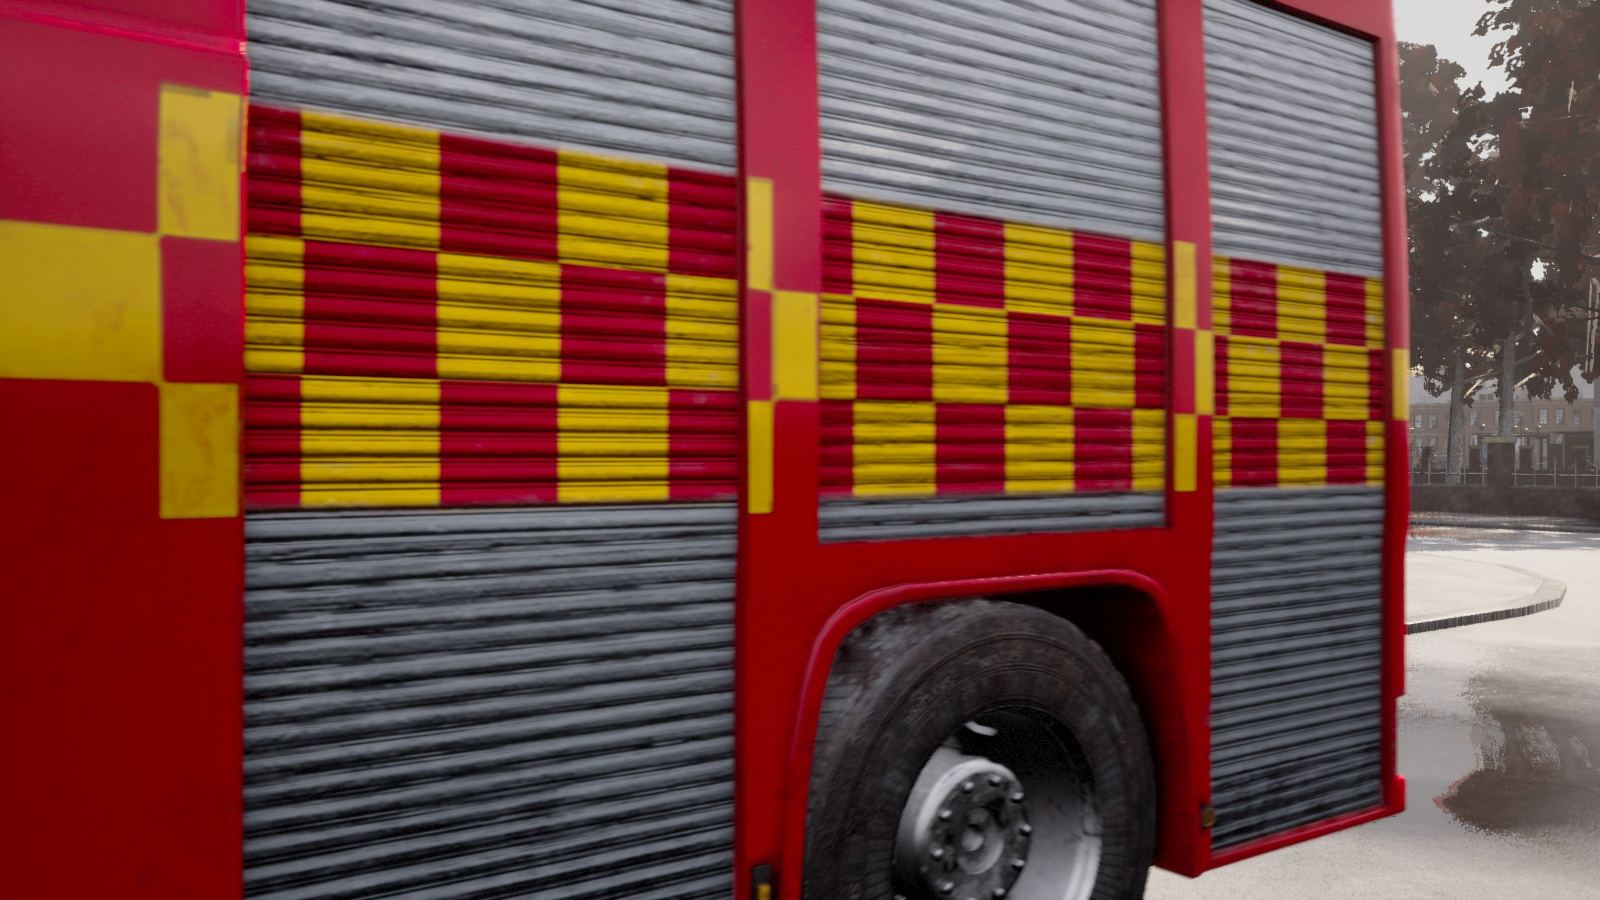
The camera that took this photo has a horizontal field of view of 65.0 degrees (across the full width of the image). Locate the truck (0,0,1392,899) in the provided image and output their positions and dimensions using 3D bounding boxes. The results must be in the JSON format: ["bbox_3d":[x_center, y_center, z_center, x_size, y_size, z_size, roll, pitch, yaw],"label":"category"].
[{"bbox_3d":[-2.560,-0.408,2.456,8.468,3.827,2.891,0,0,-35],"label":"truck"}]

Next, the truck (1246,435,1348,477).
[{"bbox_3d":[30.378,0.382,76.878,2.627,2.467,5.204,0,0,-35],"label":"truck"}]
